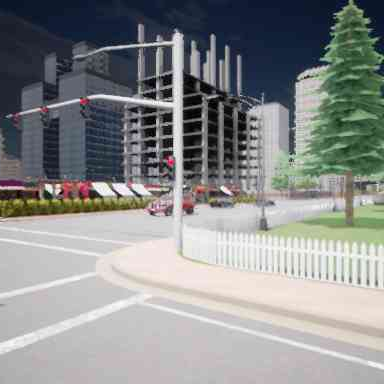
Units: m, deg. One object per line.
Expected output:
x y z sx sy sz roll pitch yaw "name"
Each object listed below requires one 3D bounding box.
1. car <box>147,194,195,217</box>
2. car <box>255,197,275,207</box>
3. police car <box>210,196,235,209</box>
-1.881 1.224 31.683 2.150 2.045 5.566 0 0 34 "car"
11.200 1.527 50.904 1.812 1.442 4.674 0 0 34 "car"
4.289 1.427 46.885 1.930 1.638 5.238 0 0 34 "police car"
